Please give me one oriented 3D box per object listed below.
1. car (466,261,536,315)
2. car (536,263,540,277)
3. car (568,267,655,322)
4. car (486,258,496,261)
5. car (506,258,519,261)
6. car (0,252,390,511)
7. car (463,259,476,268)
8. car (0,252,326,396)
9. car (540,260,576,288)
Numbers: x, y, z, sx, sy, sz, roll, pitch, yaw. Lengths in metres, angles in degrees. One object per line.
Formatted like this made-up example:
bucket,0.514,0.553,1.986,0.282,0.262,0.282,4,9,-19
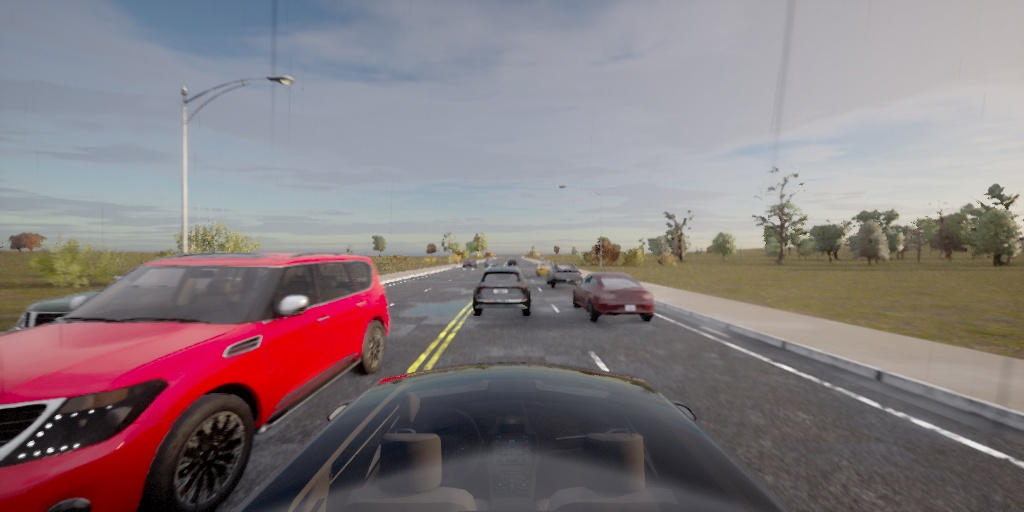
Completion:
car,-0.281,1.158,13.477,2.033,1.649,4.856,0,0,2
car,3.253,1.132,34.329,1.801,1.575,5.366,0,0,0
car,3.251,1.255,12.140,1.812,1.442,4.674,0,0,0
car,-3.265,1.109,55.018,2.128,1.511,4.902,0,0,0
car,0.088,1.096,63.158,1.837,1.490,4.892,0,0,0
car,-3.350,0.966,4.514,2.150,2.045,5.566,0,0,0
car,-6.504,1.177,56.085,1.994,1.385,4.181,0,0,0
car,-6.597,0.958,7.880,2.150,2.045,5.566,0,0,0
car,3.252,1.197,23.139,2.128,1.511,4.902,0,0,0
